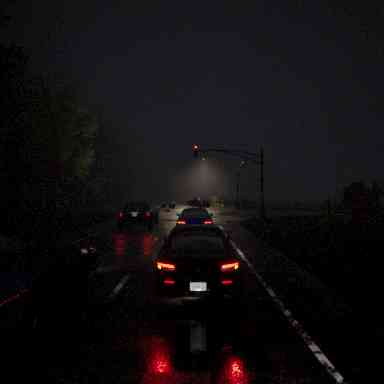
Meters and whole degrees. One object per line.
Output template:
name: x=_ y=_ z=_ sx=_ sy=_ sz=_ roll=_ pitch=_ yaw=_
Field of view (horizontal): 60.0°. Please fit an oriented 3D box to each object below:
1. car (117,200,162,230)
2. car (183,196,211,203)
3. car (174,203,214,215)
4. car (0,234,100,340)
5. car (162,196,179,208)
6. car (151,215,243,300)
car: x=-3.347 y=1.357 z=21.485 sx=2.097 sy=1.767 sz=4.553 roll=0 pitch=0 yaw=0
car: x=0.966 y=1.549 z=47.538 sx=2.033 sy=1.411 sz=5.357 roll=0 pitch=0 yaw=-22
car: x=0.140 y=1.530 z=17.125 sx=1.812 sy=1.442 sz=4.674 roll=0 pitch=0 yaw=0
car: x=-3.384 y=1.548 z=6.510 sx=2.033 sy=1.411 sz=5.357 roll=0 pitch=0 yaw=0
car: x=-3.284 y=1.607 z=47.552 sx=1.895 sy=1.301 sz=4.718 roll=0 pitch=0 yaw=0
car: x=0.119 y=1.528 z=8.251 sx=1.812 sy=1.442 sz=4.674 roll=0 pitch=0 yaw=0
